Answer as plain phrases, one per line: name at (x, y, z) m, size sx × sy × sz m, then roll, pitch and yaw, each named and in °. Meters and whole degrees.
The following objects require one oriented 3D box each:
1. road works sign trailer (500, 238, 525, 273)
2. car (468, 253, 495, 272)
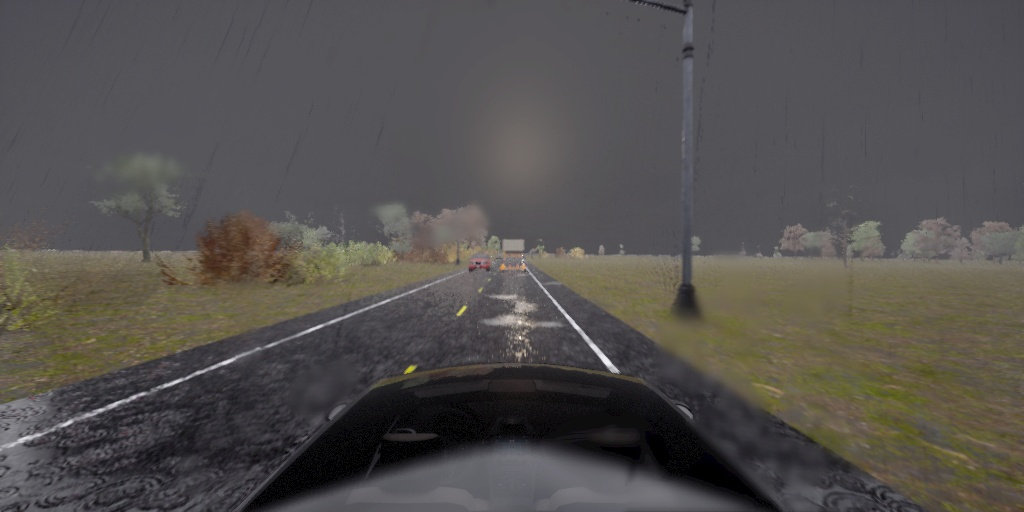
road works sign trailer at (0.135, -0.080, 37.031) m, size 2.380 × 3.560 × 2.880 m, roll 0°, pitch 0°, yaw 0°
car at (-3.440, 0.656, 39.464) m, size 2.150 × 2.045 × 5.566 m, roll 0°, pitch 0°, yaw 1°
